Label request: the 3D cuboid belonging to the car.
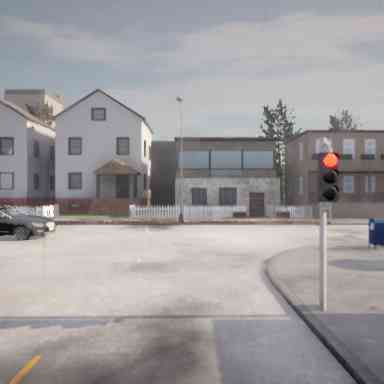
[{"bbox_3d":[-9.127,1.477,16.048,4.902,1.511,2.128,0,0,4],"label":"car"}]
